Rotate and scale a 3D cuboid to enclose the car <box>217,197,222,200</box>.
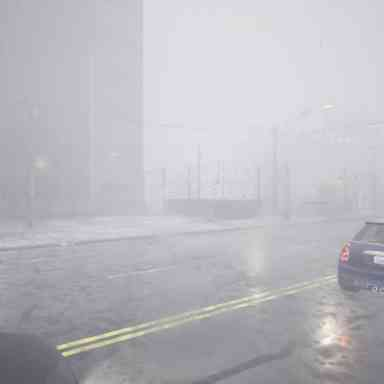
[{"bbox_3d":[4.575,1.575,60.769,4.718,1.301,1.895,0,0,-36],"label":"car"}]

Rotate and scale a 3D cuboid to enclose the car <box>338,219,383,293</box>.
[{"bbox_3d":[5.425,1.352,7.678,4.553,1.767,2.097,0,0,-35],"label":"car"}]

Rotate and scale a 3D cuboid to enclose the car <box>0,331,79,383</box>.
[{"bbox_3d":[-2.712,1.564,1.809,4.181,1.385,1.994,0,0,-36],"label":"car"}]

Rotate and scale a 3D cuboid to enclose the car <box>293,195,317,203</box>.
[{"bbox_3d":[22.214,1.420,65.285,4.674,1.452,2.002,0,0,-36],"label":"car"}]

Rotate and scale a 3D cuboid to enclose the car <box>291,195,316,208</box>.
[{"bbox_3d":[15.334,1.254,46.213,4.553,1.767,2.185,0,0,-36],"label":"car"}]

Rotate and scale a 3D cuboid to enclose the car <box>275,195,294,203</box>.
[{"bbox_3d":[19.301,1.452,69.281,3.806,1.475,1.970,0,0,-36],"label":"car"}]
